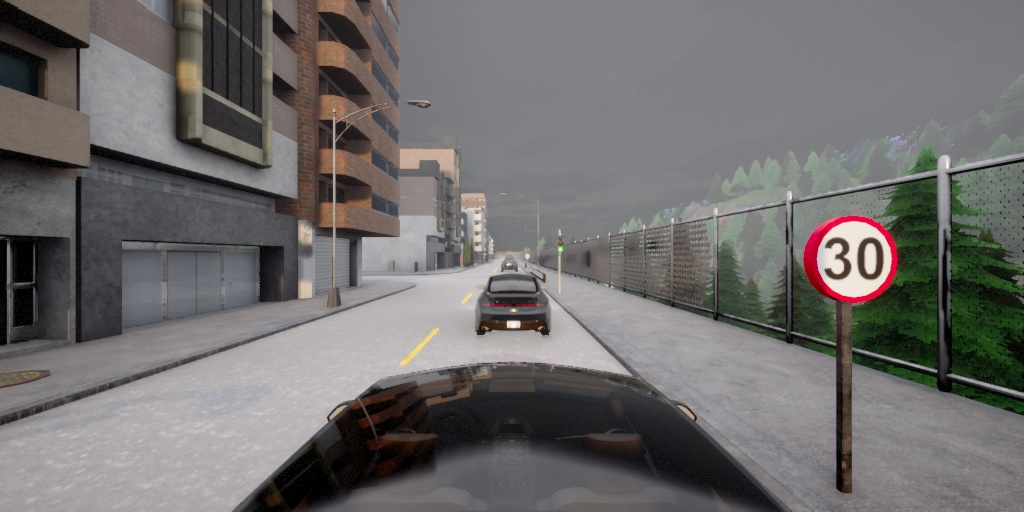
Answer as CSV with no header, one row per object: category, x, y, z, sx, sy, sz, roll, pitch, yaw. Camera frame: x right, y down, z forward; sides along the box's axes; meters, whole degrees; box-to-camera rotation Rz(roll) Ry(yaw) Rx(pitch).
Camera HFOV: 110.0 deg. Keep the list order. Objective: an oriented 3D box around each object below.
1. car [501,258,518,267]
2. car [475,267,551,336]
car,-0.332,1.102,46.321,2.097,1.767,4.553,0,0,-1
car,0.013,1.256,10.366,1.837,1.490,4.892,0,0,0
